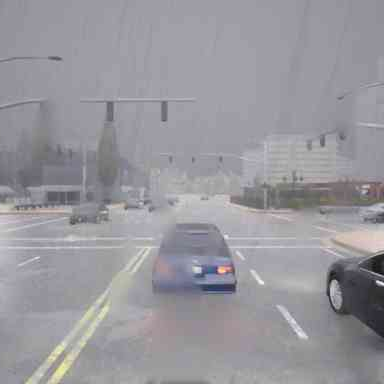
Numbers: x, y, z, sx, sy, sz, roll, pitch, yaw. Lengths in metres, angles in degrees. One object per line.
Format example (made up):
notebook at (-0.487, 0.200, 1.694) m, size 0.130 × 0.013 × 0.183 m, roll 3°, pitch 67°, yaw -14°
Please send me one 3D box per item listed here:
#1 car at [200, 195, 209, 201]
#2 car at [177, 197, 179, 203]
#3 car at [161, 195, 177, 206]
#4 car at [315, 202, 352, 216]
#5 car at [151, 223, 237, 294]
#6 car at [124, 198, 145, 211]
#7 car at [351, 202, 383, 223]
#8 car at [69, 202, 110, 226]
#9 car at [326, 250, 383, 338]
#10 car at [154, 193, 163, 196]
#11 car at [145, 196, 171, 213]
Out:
car at (3.207, 1.552, 84.585) m, size 1.994 × 1.385 × 4.181 m, roll 0°, pitch 0°, yaw 0°
car at (-3.747, 1.501, 68.256) m, size 2.128 × 1.511 × 4.902 m, roll 0°, pitch 0°, yaw 0°
car at (-3.777, 1.600, 52.654) m, size 1.895 × 1.301 × 4.718 m, roll 0°, pitch 0°, yaw 0°
car at (14.337, 1.601, 31.831) m, size 4.718 × 1.301 × 1.895 m, roll 0°, pitch 0°, yaw 1°
car at (0.052, 1.547, 8.906) m, size 2.033 × 1.411 × 5.357 m, roll 0°, pitch 0°, yaw 0°
car at (-7.244, 1.504, 41.699) m, size 1.837 × 1.490 × 4.892 m, roll 0°, pitch 0°, yaw 0°
car at (14.720, 1.525, 24.548) m, size 4.674 × 1.442 × 1.812 m, roll 0°, pitch 0°, yaw -1°
car at (-7.183, 1.505, 23.732) m, size 1.837 × 1.490 × 4.892 m, roll 0°, pitch 0°, yaw 0°
car at (3.546, 1.505, 4.662) m, size 1.837 × 1.490 × 4.892 m, roll 0°, pitch 0°, yaw 0°
car at (-7.250, 1.224, 72.161) m, size 2.150 × 2.045 × 5.566 m, roll 0°, pitch 0°, yaw 0°
car at (-3.729, 1.505, 36.990) m, size 1.837 × 1.490 × 4.892 m, roll 0°, pitch 0°, yaw 0°
